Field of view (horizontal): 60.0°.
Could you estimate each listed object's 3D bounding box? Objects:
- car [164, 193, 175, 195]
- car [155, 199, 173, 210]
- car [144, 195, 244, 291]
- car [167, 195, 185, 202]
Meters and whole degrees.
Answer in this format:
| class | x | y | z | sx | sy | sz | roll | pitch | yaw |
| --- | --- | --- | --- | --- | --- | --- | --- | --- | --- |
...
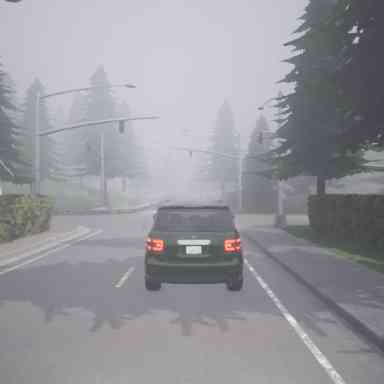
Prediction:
| class | x | y | z | sx | sy | sz | roll | pitch | yaw |
| --- | --- | --- | --- | --- | --- | --- | --- | --- | --- |
| car | -3.652 | 1.221 | 54.352 | 2.150 | 2.045 | 5.566 | 0 | 0 | -1 |
| car | -3.649 | 1.601 | 43.987 | 1.895 | 1.301 | 4.718 | 0 | 0 | 0 |
| car | 0.052 | 1.221 | 9.156 | 2.150 | 2.045 | 5.566 | 0 | 0 | 0 |
| car | -3.628 | 1.524 | 74.105 | 1.812 | 1.442 | 4.674 | 0 | 0 | -35 |
